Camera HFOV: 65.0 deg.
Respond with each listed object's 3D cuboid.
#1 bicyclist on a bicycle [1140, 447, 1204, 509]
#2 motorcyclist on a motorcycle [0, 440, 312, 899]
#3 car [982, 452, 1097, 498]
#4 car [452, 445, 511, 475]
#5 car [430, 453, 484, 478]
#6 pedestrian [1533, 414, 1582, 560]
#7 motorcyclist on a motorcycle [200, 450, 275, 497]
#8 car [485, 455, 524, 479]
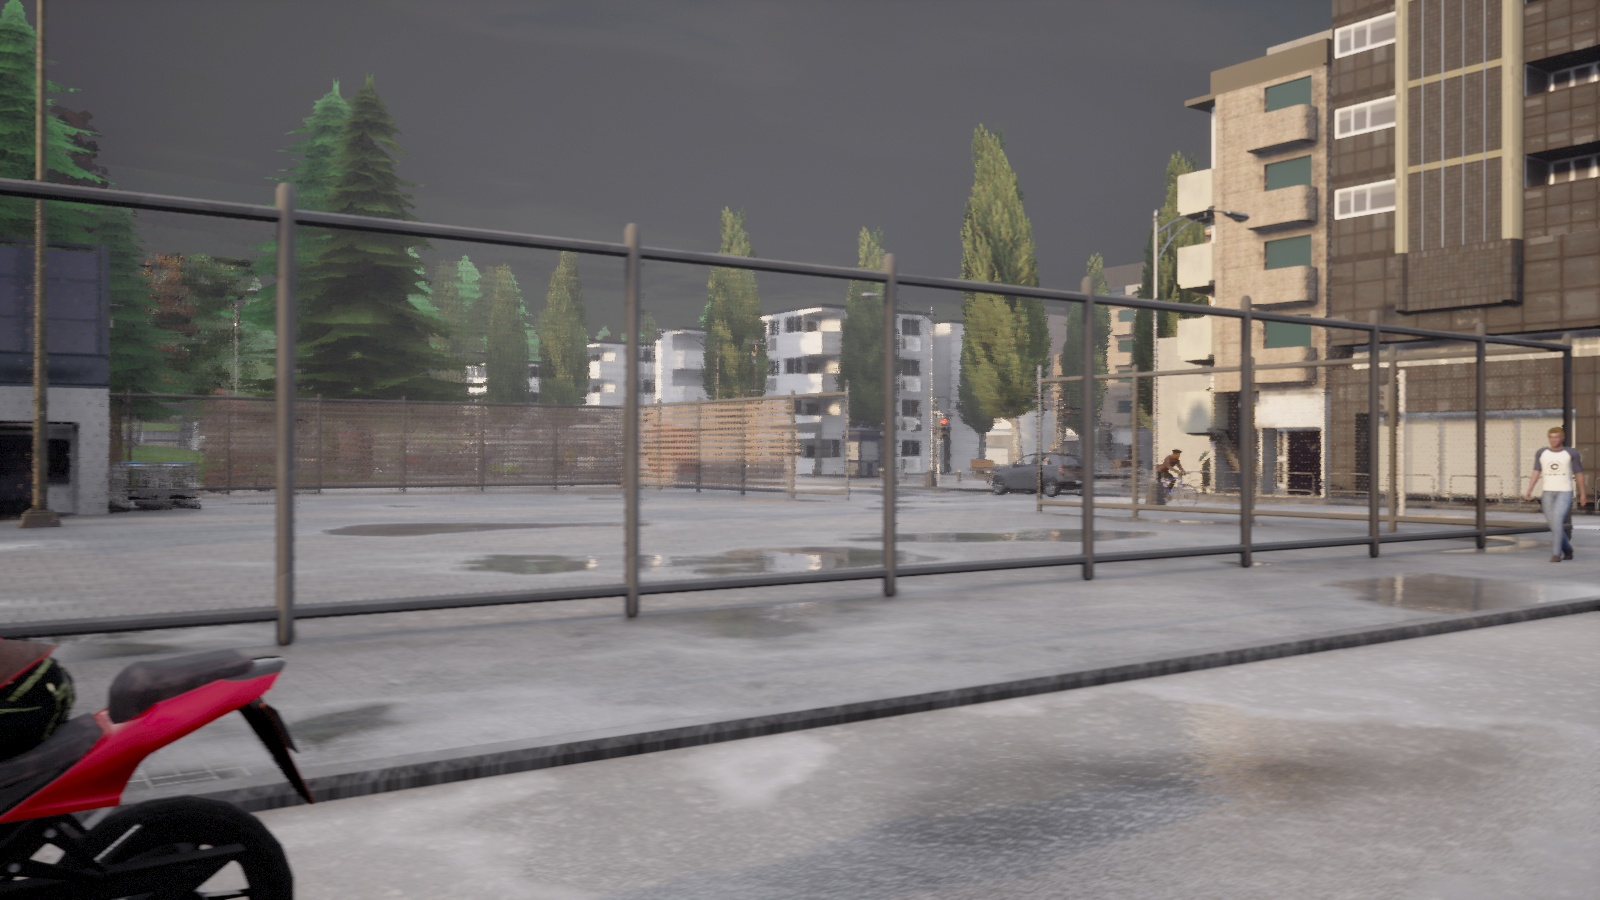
[{"bbox_3d":[9.987,0.745,33.766,0.582,1.620,1.656,0,-1,-34],"label":"bicyclist on a bicycle"},{"bbox_3d":[-2.230,0.739,2.729,2.044,1.523,0.797,0,0,-34],"label":"motorcyclist on a motorcycle"},{"bbox_3d":[8.224,0.832,43.372,1.845,1.501,3.633,0,0,-35],"label":"car"},{"bbox_3d":[-22.278,0.706,87.700,2.150,2.045,5.566,0,0,-34],"label":"car"},{"bbox_3d":[-21.924,0.973,80.118,1.837,1.490,4.892,0,1,-34],"label":"car"},{"bbox_3d":[9.784,0.466,16.217,0.706,1.836,0.354,0,0,-43],"label":"pedestrian"},{"bbox_3d":[-20.275,0.842,45.274,2.350,1.649,0.766,0,0,-35],"label":"motorcyclist on a motorcycle"},{"bbox_3d":[-17.288,0.999,73.400,1.481,1.376,2.207,0,0,-34],"label":"car"}]
